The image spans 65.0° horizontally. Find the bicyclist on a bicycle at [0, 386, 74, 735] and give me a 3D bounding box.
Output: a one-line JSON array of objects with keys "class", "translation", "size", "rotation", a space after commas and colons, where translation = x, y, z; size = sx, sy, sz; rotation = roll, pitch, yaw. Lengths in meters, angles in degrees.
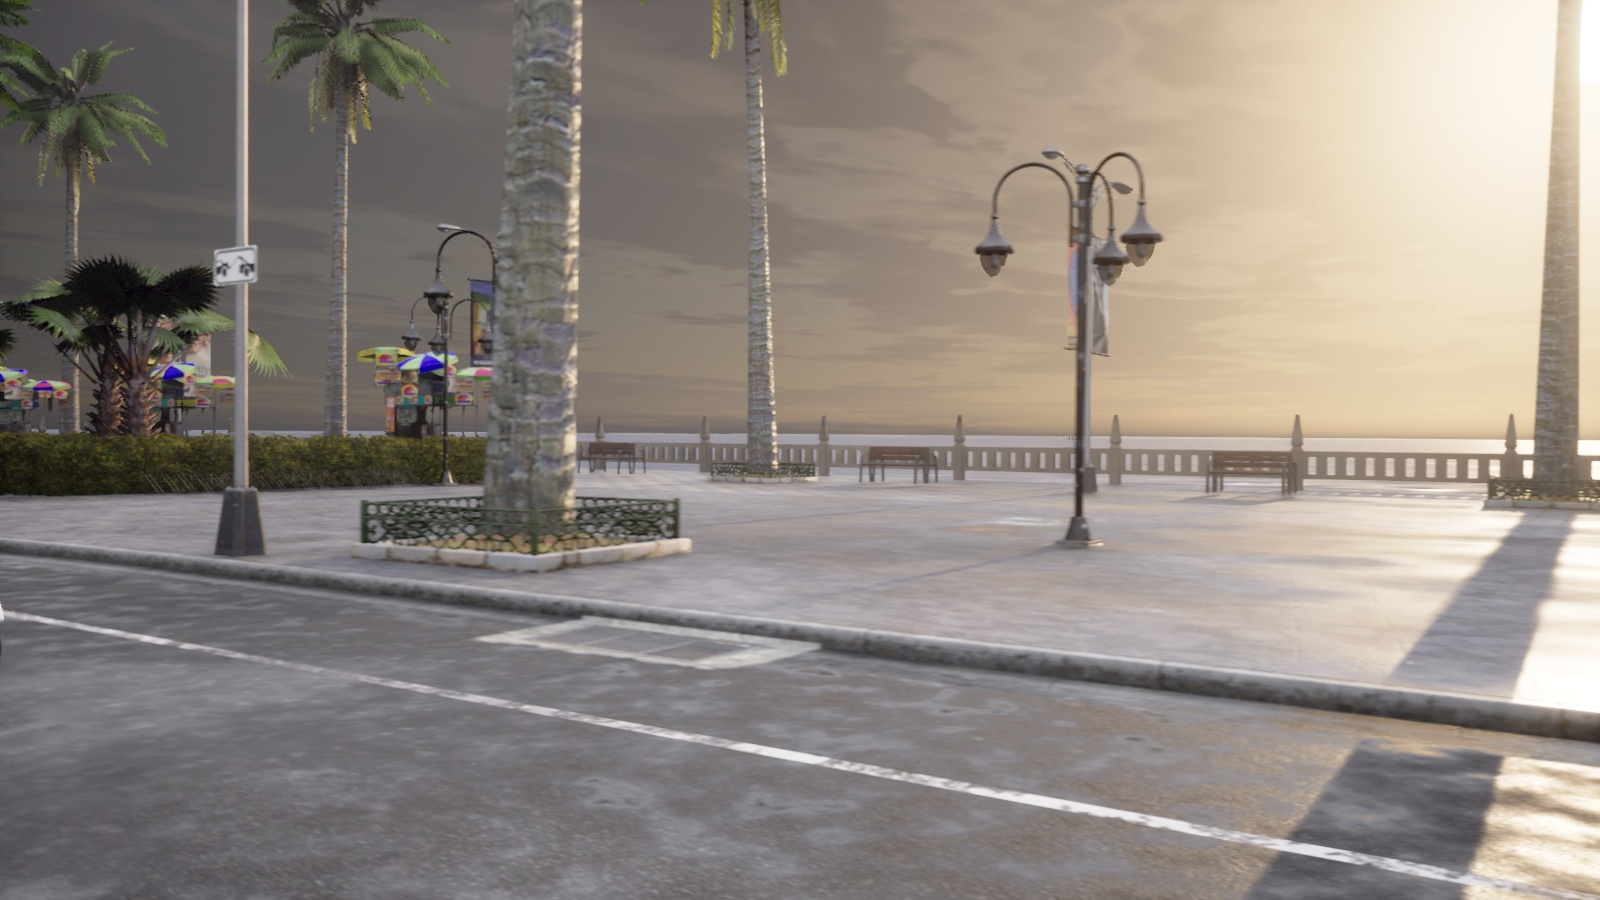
[{"class": "bicyclist on a bicycle", "translation": [-4.833, 0.561, 6.917], "size": [1.843, 1.776, 0.659], "rotation": [0, 1, 33]}]
